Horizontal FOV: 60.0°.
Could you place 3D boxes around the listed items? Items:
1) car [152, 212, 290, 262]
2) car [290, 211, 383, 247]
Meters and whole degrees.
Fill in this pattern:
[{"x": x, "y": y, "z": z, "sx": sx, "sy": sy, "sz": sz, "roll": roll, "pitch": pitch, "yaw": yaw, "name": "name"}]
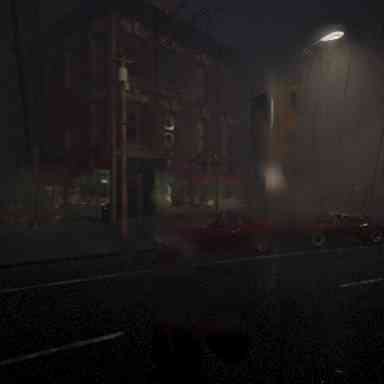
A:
[{"x": 0.912, "y": 1.442, "z": 11.813, "sx": 4.674, "sy": 1.452, "sz": 2.002, "roll": 0, "pitch": 0, "yaw": -28, "name": "car"}, {"x": 6.099, "y": 1.499, "z": 14.249, "sx": 4.718, "sy": 1.301, "sz": 1.895, "roll": 0, "pitch": 0, "yaw": -18, "name": "car"}]
